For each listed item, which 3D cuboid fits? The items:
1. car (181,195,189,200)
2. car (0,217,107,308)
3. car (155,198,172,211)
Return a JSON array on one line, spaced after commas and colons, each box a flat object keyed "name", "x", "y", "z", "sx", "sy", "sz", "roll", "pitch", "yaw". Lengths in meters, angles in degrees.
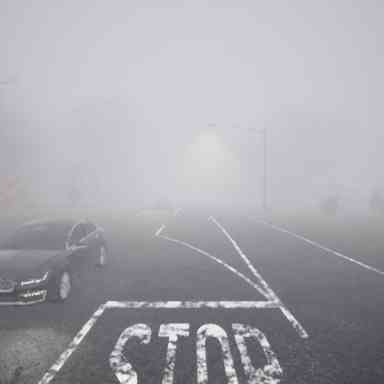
[{"name": "car", "x": -1.928, "y": 1.524, "z": 92.156, "sx": 1.882, "sy": 1.535, "sz": 5.008, "roll": 0, "pitch": 0, "yaw": 6}, {"name": "car", "x": -3.468, "y": 1.448, "z": 8.198, "sx": 1.837, "sy": 1.490, "sz": 4.892, "roll": 0, "pitch": 2, "yaw": 0}, {"name": "car", "x": -3.496, "y": 1.540, "z": 41.576, "sx": 1.812, "sy": 1.442, "sz": 4.674, "roll": 0, "pitch": 0, "yaw": 0}]
